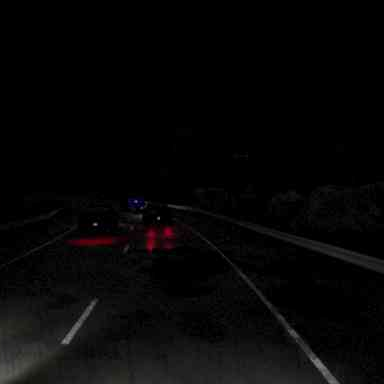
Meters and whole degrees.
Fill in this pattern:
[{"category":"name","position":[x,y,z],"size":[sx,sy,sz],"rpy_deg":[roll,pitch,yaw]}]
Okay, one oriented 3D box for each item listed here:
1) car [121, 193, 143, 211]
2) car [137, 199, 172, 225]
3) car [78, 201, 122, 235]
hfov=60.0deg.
[{"category":"car","position":[-7.321,1.198,40.599],"size":[2.150,2.045,5.566],"rpy_deg":[0,0,-20]},{"category":"car","position":[-2.580,1.475,23.644],"size":[2.128,1.511,4.902],"rpy_deg":[0,0,-11]},{"category":"car","position":[-5.264,1.471,19.112],"size":[1.882,1.535,5.008],"rpy_deg":[0,0,-10]}]
